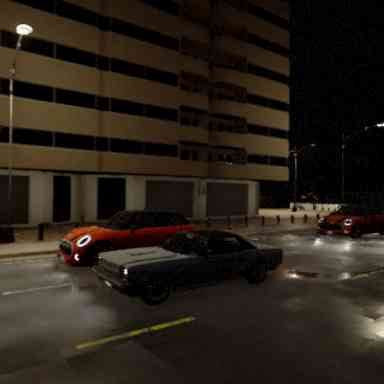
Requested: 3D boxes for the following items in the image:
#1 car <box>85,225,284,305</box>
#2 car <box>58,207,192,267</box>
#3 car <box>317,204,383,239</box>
[{"bbox_3d":[0.052,1.656,8.298,4.718,1.301,1.895,1,0,-35],"label":"car"},{"bbox_3d":[-1.983,1.403,11.143,4.553,1.767,2.097,1,0,-35],"label":"car"},{"bbox_3d":[9.146,1.579,18.873,4.553,1.767,2.097,1,0,-35],"label":"car"}]
